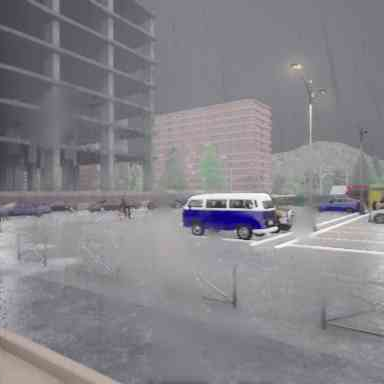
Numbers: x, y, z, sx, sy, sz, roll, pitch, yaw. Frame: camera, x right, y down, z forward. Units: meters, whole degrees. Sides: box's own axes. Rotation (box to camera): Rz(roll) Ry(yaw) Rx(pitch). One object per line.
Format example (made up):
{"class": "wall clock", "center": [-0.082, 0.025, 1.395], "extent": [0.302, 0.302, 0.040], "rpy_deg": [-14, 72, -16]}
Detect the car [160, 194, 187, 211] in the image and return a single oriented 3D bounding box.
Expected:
{"class": "car", "center": [-3.612, 1.308, 47.140], "extent": [2.150, 2.045, 5.566], "rpy_deg": [0, 0, 35]}

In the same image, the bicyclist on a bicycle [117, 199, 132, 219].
{"class": "bicyclist on a bicycle", "center": [-5.251, 1.338, 25.779], "extent": [1.656, 1.620, 0.582], "rpy_deg": [-1, 0, 35]}

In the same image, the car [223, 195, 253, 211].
{"class": "car", "center": [6.869, 1.616, 49.547], "extent": [1.994, 1.385, 4.181], "rpy_deg": [0, 0, 35]}

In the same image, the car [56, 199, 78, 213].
{"class": "car", "center": [-15.066, 1.595, 36.992], "extent": [2.128, 1.511, 4.902], "rpy_deg": [0, 0, 35]}

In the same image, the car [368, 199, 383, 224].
{"class": "car", "center": [13.501, 1.401, 21.299], "extent": [3.806, 1.475, 1.970], "rpy_deg": [0, 0, 36]}

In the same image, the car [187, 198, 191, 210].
{"class": "car", "center": [-3.022, 1.325, 54.003], "extent": [2.150, 2.045, 5.566], "rpy_deg": [0, 0, 35]}

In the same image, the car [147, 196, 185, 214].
{"class": "car", "center": [-3.397, 1.574, 41.054], "extent": [1.837, 1.490, 4.892], "rpy_deg": [0, 0, 35]}

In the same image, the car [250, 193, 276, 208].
{"class": "car", "center": [12.630, 1.274, 57.728], "extent": [2.150, 2.045, 5.566], "rpy_deg": [0, 0, 35]}

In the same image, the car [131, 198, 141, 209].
{"class": "car", "center": [-9.146, 1.595, 45.380], "extent": [2.128, 1.511, 4.902], "rpy_deg": [0, 0, 35]}

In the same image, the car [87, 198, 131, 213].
{"class": "car", "center": [-9.784, 1.592, 38.411], "extent": [1.837, 1.490, 4.892], "rpy_deg": [0, 0, 35]}

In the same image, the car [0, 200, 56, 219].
{"class": "car", "center": [-15.605, 1.634, 30.153], "extent": [2.033, 1.411, 5.357], "rpy_deg": [0, 0, 35]}
